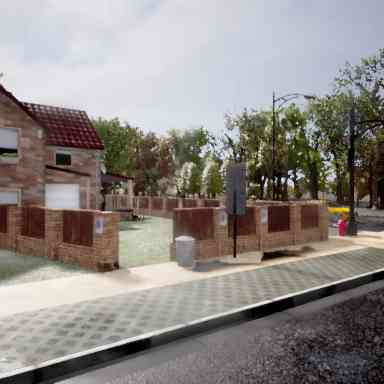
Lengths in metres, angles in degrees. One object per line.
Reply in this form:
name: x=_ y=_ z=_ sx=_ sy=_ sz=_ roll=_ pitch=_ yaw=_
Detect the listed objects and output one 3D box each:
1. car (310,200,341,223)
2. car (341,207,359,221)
car: x=7.675 y=1.468 z=23.577 sx=1.812 sy=1.442 sz=4.674 roll=0 pitch=0 yaw=-35
car: x=10.203 y=1.423 z=25.630 sx=1.882 sy=1.535 sz=5.008 roll=0 pitch=0 yaw=-35
